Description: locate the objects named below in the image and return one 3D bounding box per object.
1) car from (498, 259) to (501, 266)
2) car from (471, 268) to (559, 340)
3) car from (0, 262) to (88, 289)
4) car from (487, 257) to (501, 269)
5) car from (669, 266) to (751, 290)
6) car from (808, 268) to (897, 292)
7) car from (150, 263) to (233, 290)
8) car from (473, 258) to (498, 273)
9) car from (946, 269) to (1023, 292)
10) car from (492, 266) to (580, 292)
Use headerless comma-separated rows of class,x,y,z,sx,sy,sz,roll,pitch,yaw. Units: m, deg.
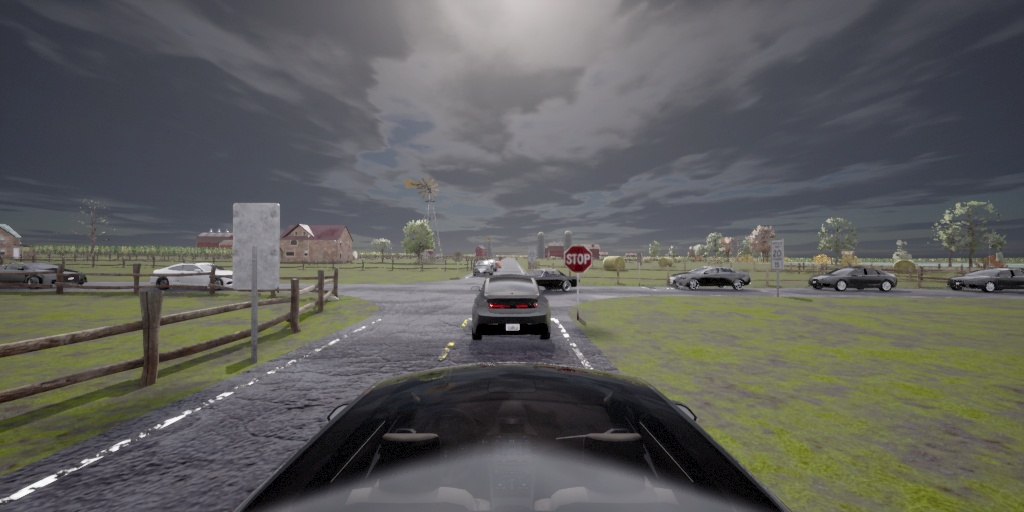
car,-2.900,1.241,47.302,2.128,1.511,4.902,0,0,0
car,-0.082,1.256,9.981,1.837,1.490,4.892,0,0,-2
car,-26.381,1.048,19.790,4.181,1.385,1.994,1,-1,-1
car,-2.912,1.099,59.074,2.097,1.767,4.553,0,0,0
car,12.778,1.396,23.269,4.902,1.511,2.128,1,-1,-2
car,22.179,1.499,23.449,4.892,1.490,1.837,1,-1,-1
car,-17.261,1.104,19.921,4.674,1.442,1.812,1,-1,-1
car,-2.897,1.243,36.901,2.128,1.511,4.902,0,0,0
car,31.682,1.587,23.579,4.892,1.490,1.837,1,-1,-1
car,1.482,1.369,20.029,4.718,1.301,1.895,1,0,-35
